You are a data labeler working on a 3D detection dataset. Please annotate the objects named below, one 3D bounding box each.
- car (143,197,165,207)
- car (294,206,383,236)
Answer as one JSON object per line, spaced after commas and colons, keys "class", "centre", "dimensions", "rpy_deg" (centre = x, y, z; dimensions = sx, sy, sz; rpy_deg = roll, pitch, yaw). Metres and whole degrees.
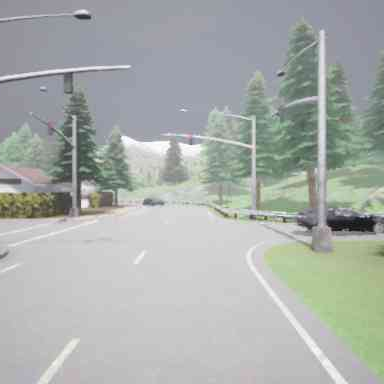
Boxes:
{"class": "car", "centre": [-5.584, 1.384, 48.909], "dimensions": [1.994, 1.385, 4.181], "rpy_deg": [0, 0, -34]}
{"class": "car", "centre": [7.879, 1.496, 17.422], "dimensions": [4.902, 1.511, 2.128], "rpy_deg": [1, 0, 0]}
